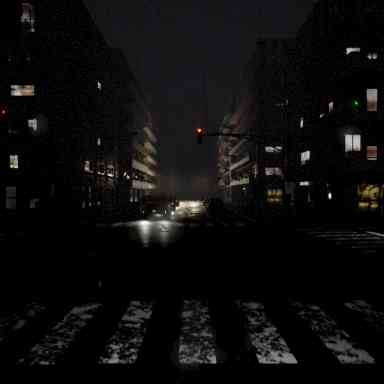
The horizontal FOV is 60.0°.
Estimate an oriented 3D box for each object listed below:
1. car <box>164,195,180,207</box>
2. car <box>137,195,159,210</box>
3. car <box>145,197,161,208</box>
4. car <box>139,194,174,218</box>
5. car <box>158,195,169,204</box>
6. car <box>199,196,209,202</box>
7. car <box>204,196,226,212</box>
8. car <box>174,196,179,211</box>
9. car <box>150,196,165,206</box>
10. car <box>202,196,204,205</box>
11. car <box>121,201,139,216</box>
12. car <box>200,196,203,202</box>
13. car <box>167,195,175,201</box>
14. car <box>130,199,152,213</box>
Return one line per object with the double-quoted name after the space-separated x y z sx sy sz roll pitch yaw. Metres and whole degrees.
-3.047 1.365 50.926 2.097 1.767 4.553 0 0 0 "car"
-5.656 1.325 43.597 2.192 1.841 5.009 0 0 0 "car"
-5.652 1.538 49.109 1.752 1.417 4.829 0 0 0 "car"
-3.094 1.227 30.205 2.150 2.045 5.566 0 0 1 "car"
-5.638 1.464 66.327 1.967 1.590 4.097 0 0 0 "car"
2.751 1.584 77.687 2.008 1.369 4.403 0 0 0 "car"
2.720 1.448 37.910 1.967 1.590 4.097 0 0 0 "car"
-3.065 1.361 40.117 2.097 1.767 4.553 0 0 0 "car"
-5.647 1.456 54.962 1.967 1.590 4.097 0 0 0 "car"
2.724 1.451 43.592 1.967 1.590 4.097 0 0 0 "car"
-5.665 1.572 32.232 1.947 1.339 4.313 0 0 0 "car"
2.734 1.598 54.957 1.802 1.307 4.206 0 0 0 "car"
-5.621 1.594 89.056 2.008 1.369 4.403 0 0 0 "car"
-5.660 1.533 37.745 1.752 1.417 4.829 0 0 0 "car"
